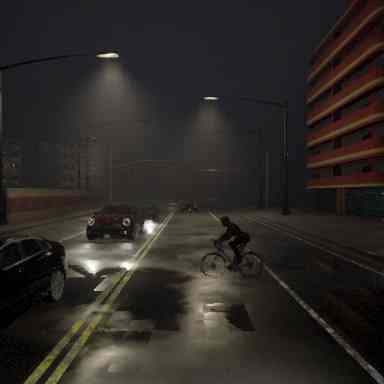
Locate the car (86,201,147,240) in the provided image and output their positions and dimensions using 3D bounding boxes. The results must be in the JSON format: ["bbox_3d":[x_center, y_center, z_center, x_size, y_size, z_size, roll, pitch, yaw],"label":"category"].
[{"bbox_3d":[-3.742,1.352,16.798,2.097,1.767,4.553,0,0,0],"label":"car"}]

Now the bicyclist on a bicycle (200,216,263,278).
[{"bbox_3d":[1.030,1.453,8.702,1.656,1.620,0.582,-1,0,-1],"label":"bicyclist on a bicycle"}]

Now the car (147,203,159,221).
[{"bbox_3d":[-3.737,1.564,26.659,1.994,1.385,4.181,0,0,-1],"label":"car"}]

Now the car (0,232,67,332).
[{"bbox_3d":[-3.640,1.491,5.422,2.128,1.511,4.902,0,0,-1],"label":"car"}]

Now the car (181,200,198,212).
[{"bbox_3d":[-0.264,1.601,37.777,1.895,1.301,4.718,0,0,0],"label":"car"}]
